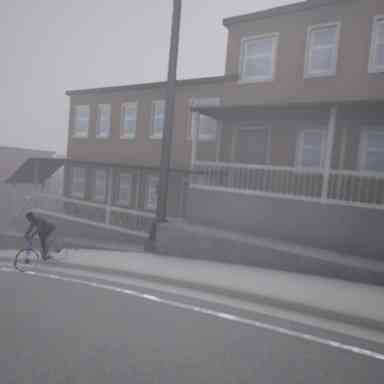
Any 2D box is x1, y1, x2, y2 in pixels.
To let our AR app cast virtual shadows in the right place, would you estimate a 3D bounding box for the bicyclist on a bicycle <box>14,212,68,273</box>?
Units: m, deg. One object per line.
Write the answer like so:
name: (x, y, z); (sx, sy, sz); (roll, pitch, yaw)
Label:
bicyclist on a bicycle: (-4.316, 1.345, 9.448); (0.582, 1.620, 1.656); (-4, 7, 35)
